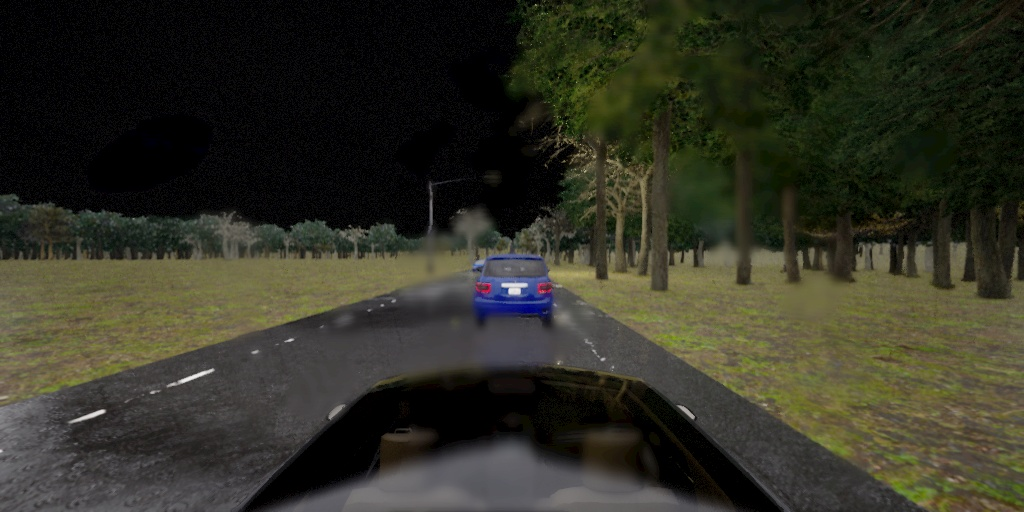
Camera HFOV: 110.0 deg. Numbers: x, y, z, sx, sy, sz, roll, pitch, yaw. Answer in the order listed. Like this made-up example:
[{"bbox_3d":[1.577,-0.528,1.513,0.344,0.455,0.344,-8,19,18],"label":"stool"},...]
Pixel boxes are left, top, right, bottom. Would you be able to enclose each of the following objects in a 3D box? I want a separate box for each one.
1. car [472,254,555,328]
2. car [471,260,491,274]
[{"bbox_3d":[0.091,0.966,11.570,2.150,2.045,5.566,0,0,1],"label":"car"},{"bbox_3d":[-3.480,1.223,41.711,1.882,1.535,5.008,0,0,0],"label":"car"}]
